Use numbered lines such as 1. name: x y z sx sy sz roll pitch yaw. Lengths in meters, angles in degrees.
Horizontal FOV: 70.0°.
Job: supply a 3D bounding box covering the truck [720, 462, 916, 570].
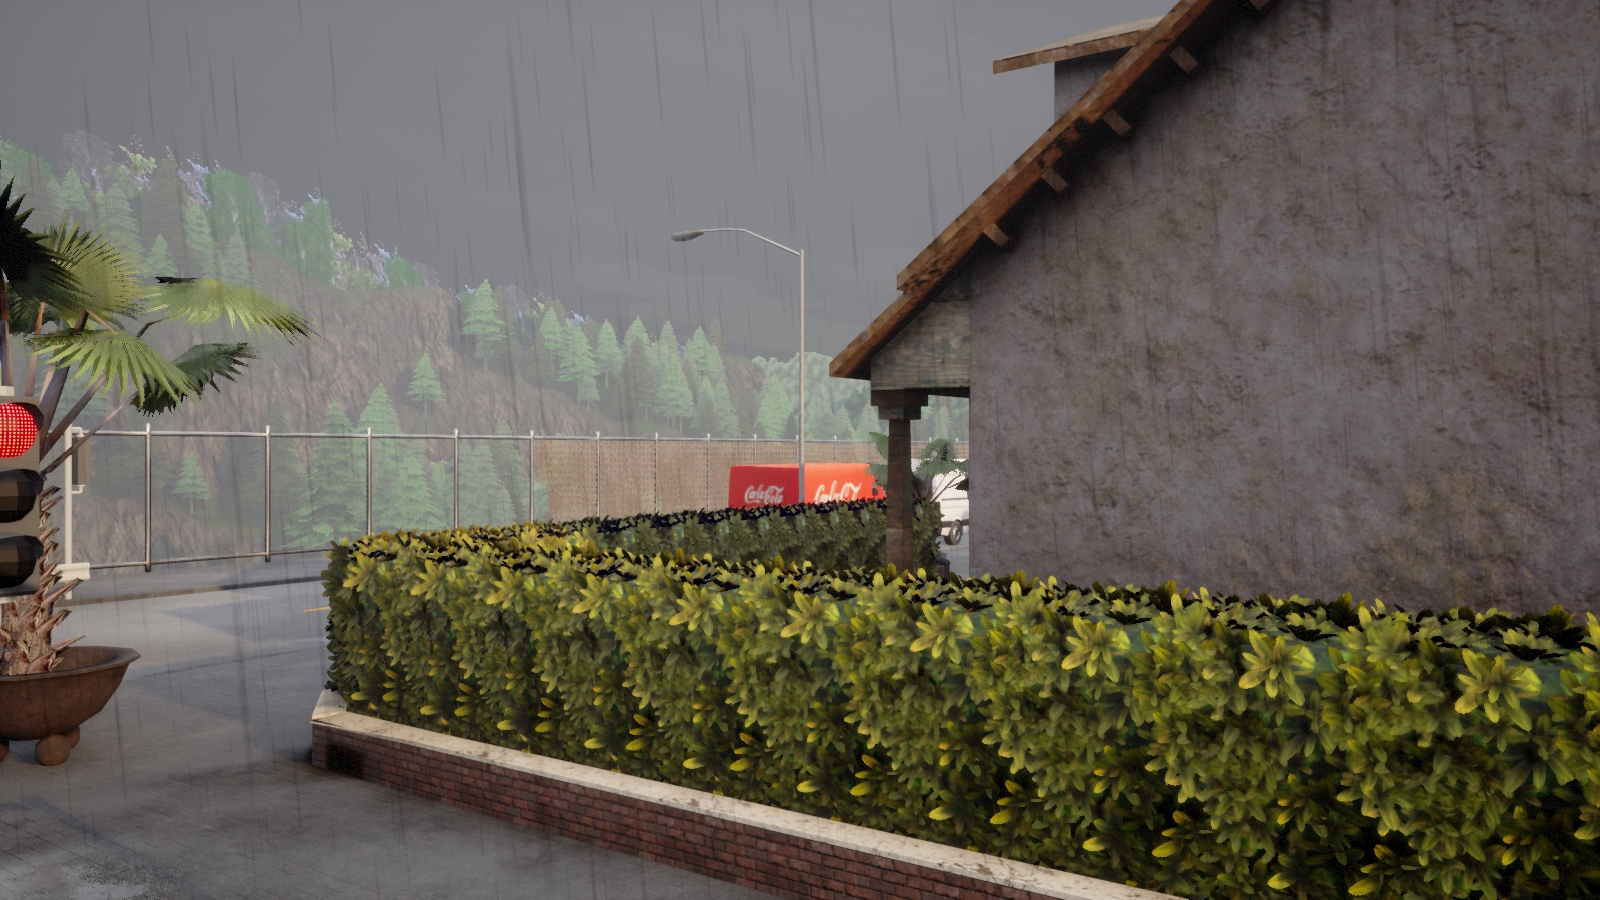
1. truck: 0.584 1.568 29.600 2.627 2.467 5.204 0 0 35
